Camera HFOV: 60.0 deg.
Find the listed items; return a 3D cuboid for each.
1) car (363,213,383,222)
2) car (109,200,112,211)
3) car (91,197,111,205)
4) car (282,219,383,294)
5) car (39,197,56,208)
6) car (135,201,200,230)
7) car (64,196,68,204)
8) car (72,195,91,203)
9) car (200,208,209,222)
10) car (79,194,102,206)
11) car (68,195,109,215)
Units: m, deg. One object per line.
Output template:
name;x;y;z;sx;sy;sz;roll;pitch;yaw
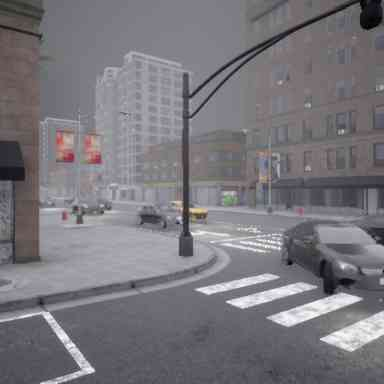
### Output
car;8.330;1.519;12.593;1.812;1.442;4.674;0;0;-36
car;-11.028;1.507;39.429;1.994;1.385;4.181;0;0;-36
car;-15.698;1.508;57.320;1.895;1.301;4.718;0;0;-36
car;3.801;1.525;8.938;1.812;1.442;4.674;1;0;-2
car;-21.005;1.420;47.832;2.128;1.511;4.902;0;0;-36
car;-1.972;1.468;21.308;2.128;1.511;4.902;0;0;-36
car;-21.750;1.407;60.159;1.837;1.490;4.892;0;0;-36
car;-22.086;1.437;66.170;2.033;1.411;5.357;0;0;-36
car;-0.769;1.446;25.198;1.882;1.535;5.008;0;1;-36
car;-16.077;1.270;52.297;2.097;1.767;4.553;0;0;-36
car;-10.326;1.306;32.891;2.097;1.767;4.553;0;0;-36
